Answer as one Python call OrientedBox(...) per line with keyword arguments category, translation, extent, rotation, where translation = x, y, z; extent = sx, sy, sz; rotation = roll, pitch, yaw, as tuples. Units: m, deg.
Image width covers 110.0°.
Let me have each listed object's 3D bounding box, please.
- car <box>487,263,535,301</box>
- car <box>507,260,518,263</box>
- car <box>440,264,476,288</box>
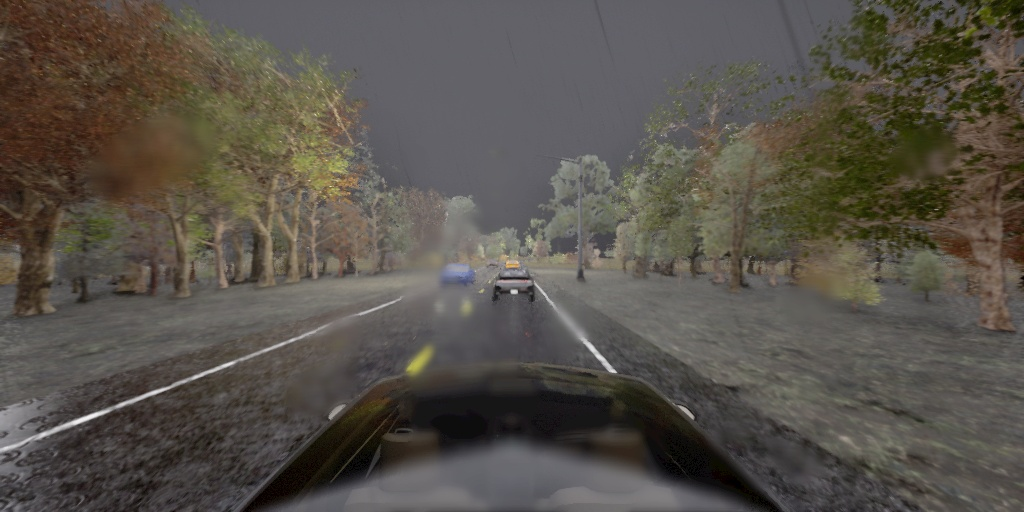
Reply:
OrientedBox(category="car", translation=(0.093, 1.291, 17.527), extent=(2.128, 1.511, 4.902), rotation=(0, 0, 0))
OrientedBox(category="car", translation=(0.082, 1.382, 51.929), extent=(1.882, 1.535, 5.008), rotation=(0, 0, 0))
OrientedBox(category="car", translation=(-3.597, 1.297, 24.369), extent=(1.882, 1.535, 5.008), rotation=(0, 0, 0))
